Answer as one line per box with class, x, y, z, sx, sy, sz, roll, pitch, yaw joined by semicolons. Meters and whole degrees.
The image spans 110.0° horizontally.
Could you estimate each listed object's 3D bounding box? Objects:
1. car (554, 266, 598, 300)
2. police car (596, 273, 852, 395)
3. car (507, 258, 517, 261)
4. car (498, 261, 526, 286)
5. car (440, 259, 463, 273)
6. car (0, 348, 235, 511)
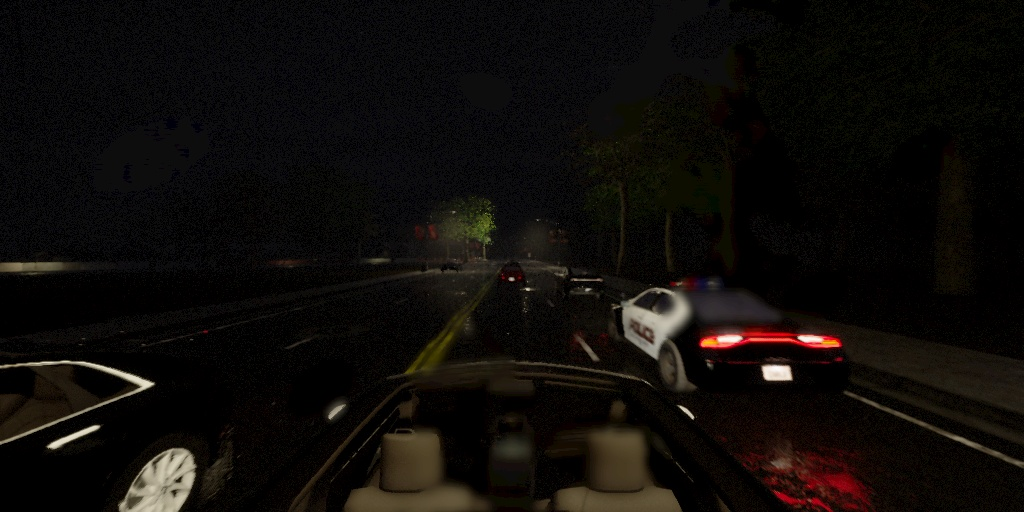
car;3.248;1.244;17.806;2.128;1.511;4.902;0;0;0
police car;3.250;1.256;6.805;2.038;1.542;4.974;0;0;0
car;0.093;1.255;51.291;1.837;1.490;4.892;0;0;0
car;-0.024;1.279;24.865;1.812;1.442;4.674;0;0;0
car;-6.505;1.011;39.433;2.033;1.411;5.357;0;0;0
car;-3.349;1.255;1.120;1.837;1.490;4.892;0;0;0
